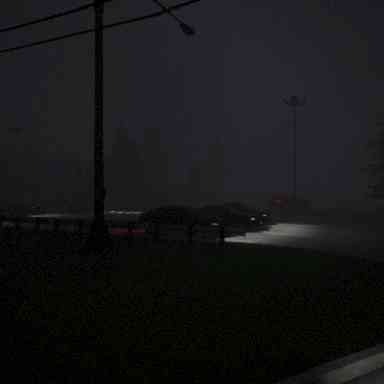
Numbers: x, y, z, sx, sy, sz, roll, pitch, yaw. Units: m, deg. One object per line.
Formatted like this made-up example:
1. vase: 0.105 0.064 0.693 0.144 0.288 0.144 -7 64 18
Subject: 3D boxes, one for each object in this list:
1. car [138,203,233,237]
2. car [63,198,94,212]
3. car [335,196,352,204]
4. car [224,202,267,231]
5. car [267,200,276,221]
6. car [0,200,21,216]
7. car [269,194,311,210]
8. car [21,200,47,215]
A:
1. car: -0.553 1.503 17.840 4.892 1.490 1.837 0 0 26
2. car: -13.049 1.490 39.519 4.902 1.511 2.128 0 0 26
3. car: 27.790 1.519 60.936 1.812 1.442 4.674 1 0 7
4. car: 1.956 1.524 20.508 4.674 1.442 1.812 0 0 26
5. car: 3.139 1.505 23.825 4.892 1.490 1.837 -1 0 26
6. car: -18.714 1.547 30.600 5.357 1.411 2.033 0 0 26
7. car: 12.274 1.217 41.829 5.566 2.045 2.150 0 1 -25
8. car: -16.846 1.525 33.583 4.674 1.442 1.812 0 0 26
